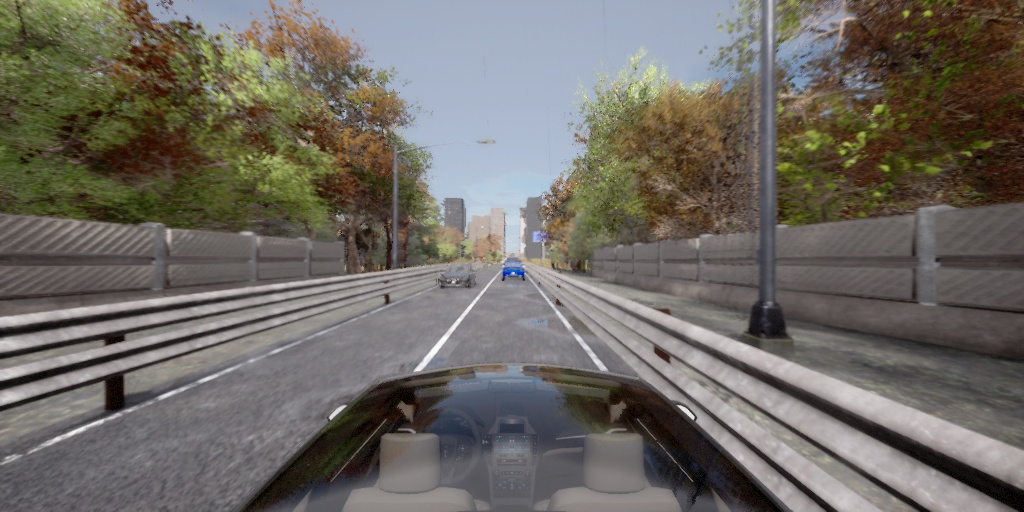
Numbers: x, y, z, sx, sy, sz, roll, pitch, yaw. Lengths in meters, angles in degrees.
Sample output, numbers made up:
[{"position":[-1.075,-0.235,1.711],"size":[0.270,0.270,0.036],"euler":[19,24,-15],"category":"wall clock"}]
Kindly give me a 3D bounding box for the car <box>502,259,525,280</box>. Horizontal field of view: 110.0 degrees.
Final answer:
[{"position":[0.121,1.273,31.661],"size":[1.882,1.535,5.008],"euler":[0,0,0],"category":"car"}]

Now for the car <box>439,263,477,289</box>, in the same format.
[{"position":[-3.326,1.245,22.781],"size":[1.837,1.490,4.892],"euler":[0,0,0],"category":"car"}]

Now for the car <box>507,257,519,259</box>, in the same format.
[{"position":[0.136,1.193,49.961],"size":[2.150,2.045,5.566],"euler":[0,-1,0],"category":"car"}]
